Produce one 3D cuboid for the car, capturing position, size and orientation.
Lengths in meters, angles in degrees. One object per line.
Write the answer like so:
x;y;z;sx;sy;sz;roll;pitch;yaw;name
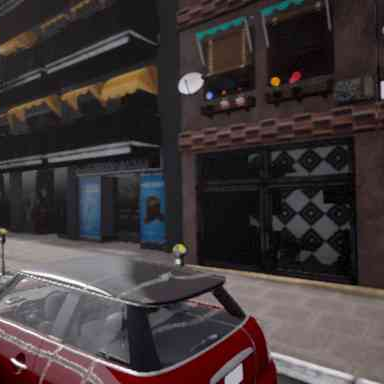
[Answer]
-1.265;1.438;3.649;4.097;1.590;1.967;0;-1;35;car
